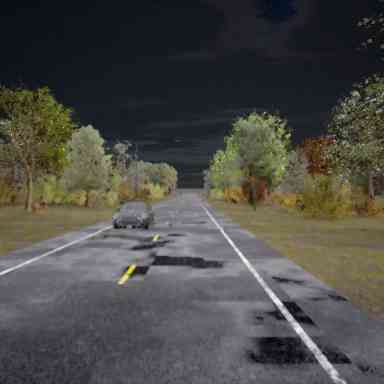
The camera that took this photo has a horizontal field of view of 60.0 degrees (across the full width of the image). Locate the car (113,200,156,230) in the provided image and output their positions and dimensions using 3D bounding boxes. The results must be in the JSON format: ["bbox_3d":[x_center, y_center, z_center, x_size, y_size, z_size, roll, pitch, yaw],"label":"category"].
[{"bbox_3d":[-3.517,1.355,20.913,2.097,1.767,4.553,0,0,0],"label":"car"}]
